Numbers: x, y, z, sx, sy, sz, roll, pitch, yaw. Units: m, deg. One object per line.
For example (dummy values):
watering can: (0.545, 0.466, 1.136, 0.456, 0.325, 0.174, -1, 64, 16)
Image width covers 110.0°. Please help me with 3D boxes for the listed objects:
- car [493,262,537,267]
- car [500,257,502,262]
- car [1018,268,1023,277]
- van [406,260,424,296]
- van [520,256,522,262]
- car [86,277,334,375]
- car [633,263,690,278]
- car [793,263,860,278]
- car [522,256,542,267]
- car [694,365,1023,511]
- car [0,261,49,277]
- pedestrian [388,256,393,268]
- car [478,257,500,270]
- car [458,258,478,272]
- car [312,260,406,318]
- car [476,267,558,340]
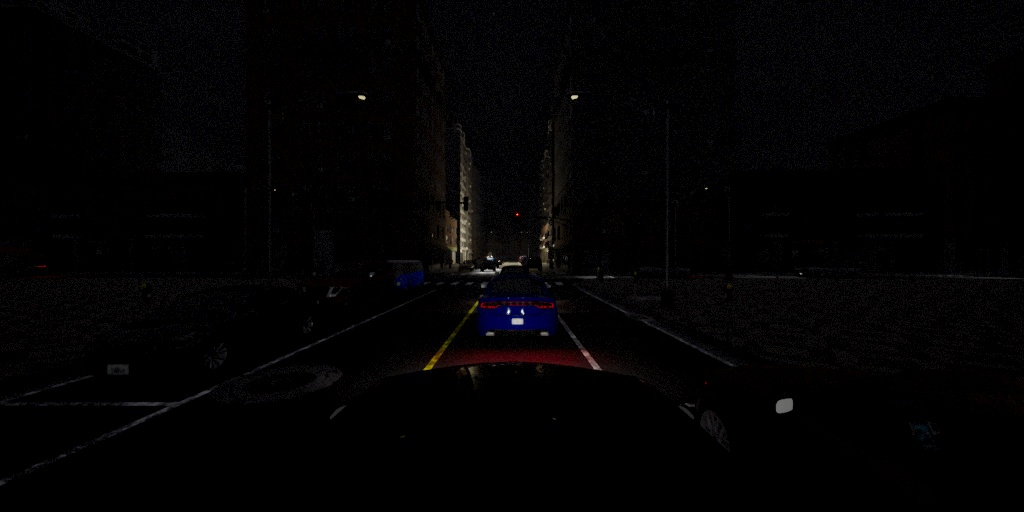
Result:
car: (0.134, 1.252, 19.224, 1.837, 1.490, 4.892, 0, 0, 0)
car: (-2.965, 1.260, 56.084, 1.895, 1.301, 4.718, 0, 0, 0)
car: (49.381, 1.350, 32.554, 4.718, 1.301, 1.895, 0, 0, 1)
van: (-5.821, 1.088, 18.786, 1.690, 1.789, 3.998, 0, 0, 0)
van: (2.798, 0.982, 62.729, 1.690, 1.789, 3.998, 0, 0, 0)
car: (-5.845, 1.316, 7.505, 1.948, 1.339, 4.313, 0, 0, 0)
car: (13.771, 1.308, 33.266, 4.718, 1.301, 1.895, 0, 0, 1)
car: (28.861, 1.317, 33.010, 4.718, 1.301, 1.895, 0, 0, 1)
car: (2.763, 1.001, 45.759, 2.192, 1.841, 5.009, 0, 0, 0)
car: (2.668, 1.295, 1.822, 1.888, 1.381, 4.507, 0, 0, 0)
car: (-47.484, 1.184, 34.291, 4.902, 1.511, 2.128, 0, 0, 1)
pedestrian: (-12.476, 0.845, 36.767, 0.375, 1.860, 0.375, 0, 0, 1)
car: (-3.002, 1.233, 46.172, 2.033, 1.411, 5.357, 0, 0, 0)
car: (-5.764, 1.212, 45.634, 1.751, 1.417, 4.829, 0, 0, 0)
car: (-5.833, 1.064, 13.145, 2.192, 1.841, 5.009, 0, 0, 0)
car: (0.118, 1.227, 10.022, 1.882, 1.535, 5.008, 0, 0, 0)
